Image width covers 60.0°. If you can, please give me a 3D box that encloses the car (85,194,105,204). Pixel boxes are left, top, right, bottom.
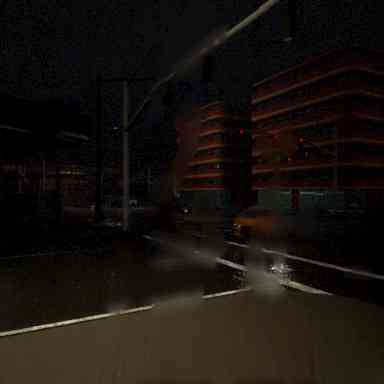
[{"bbox_3d":[-17.780,1.401,59.877,1.895,1.301,4.718,0,0,-30],"label":"car"}]

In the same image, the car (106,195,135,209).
[{"bbox_3d":[-10.105,1.505,46.667,1.837,1.490,4.892,0,0,-30],"label":"car"}]

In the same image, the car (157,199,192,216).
[{"bbox_3d":[-1.793,1.493,32.532,2.128,1.511,4.902,0,0,-30],"label":"car"}]

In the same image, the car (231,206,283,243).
[{"bbox_3d":[3.408,1.478,16.544,1.882,1.535,5.008,2,1,20],"label":"car"}]

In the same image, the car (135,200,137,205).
[{"bbox_3d":[-10.785,1.601,55.092,1.895,1.301,4.718,0,0,-30],"label":"car"}]
